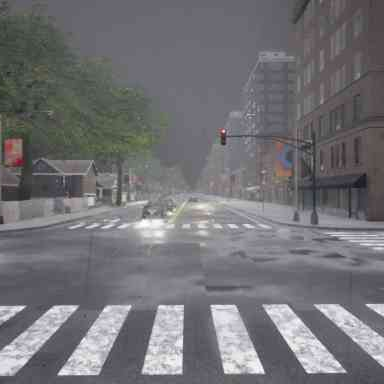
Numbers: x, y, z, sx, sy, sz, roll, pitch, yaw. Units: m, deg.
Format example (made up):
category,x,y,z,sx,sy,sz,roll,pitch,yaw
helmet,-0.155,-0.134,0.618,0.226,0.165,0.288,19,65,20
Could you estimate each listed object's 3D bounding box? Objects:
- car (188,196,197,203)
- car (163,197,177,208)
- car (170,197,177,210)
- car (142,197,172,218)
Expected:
category,x,y,z,sx,sy,sz,roll,pitch,yaw
car,0.195,1.546,70.202,2.128,1.511,4.902,0,0,0
car,-3.266,1.554,49.765,1.812,1.442,4.674,0,0,0
car,-3.286,1.372,39.807,2.097,1.767,4.553,0,0,0
car,-3.303,1.504,30.073,2.128,1.511,4.902,0,0,0
